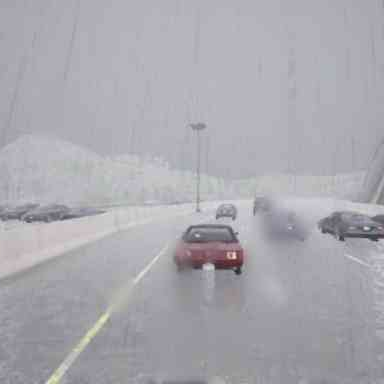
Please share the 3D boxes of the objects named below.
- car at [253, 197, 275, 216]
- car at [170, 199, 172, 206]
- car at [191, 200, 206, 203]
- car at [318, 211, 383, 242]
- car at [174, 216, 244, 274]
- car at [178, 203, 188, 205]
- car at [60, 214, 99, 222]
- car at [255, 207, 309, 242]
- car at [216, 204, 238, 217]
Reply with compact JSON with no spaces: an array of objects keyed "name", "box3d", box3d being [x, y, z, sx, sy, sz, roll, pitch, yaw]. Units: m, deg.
[{"name":"car","box3d":[7.925,1.589,36.574,2.150,2.045,5.566,0,-1,13]},{"name":"car","box3d":[-4.301,2.157,68.518,1.837,1.490,4.892,0,-1,21]},{"name":"car","box3d":[2.076,2.240,65.598,1.895,1.301,4.718,0,-1,21]},{"name":"car","box3d":[8.226,1.732,17.619,2.033,1.411,5.357,0,-1,7]},{"name":"car","box3d":[0.601,1.710,10.978,1.895,1.301,4.718,0,-1,4]},{"name":"car","box3d":[-1.403,2.143,66.323,1.837,1.490,4.892,0,-1,21]},{"name":"car","box3d":[-8.466,1.843,26.184,1.895,1.301,4.718,0,-1,9]},{"name":"car","box3d":[4.686,1.725,17.465,2.033,1.411,5.357,0,-1,6]},{"name":"car","box3d":[3.422,1.866,32.230,2.033,1.411,5.357,0,-1,11]}]
